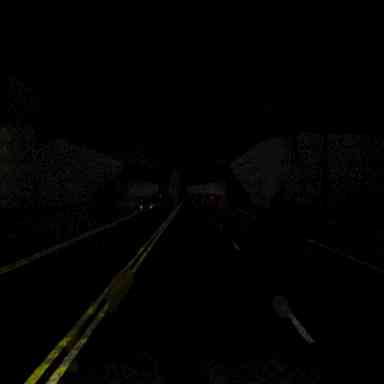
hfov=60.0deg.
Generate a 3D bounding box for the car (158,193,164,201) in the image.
[{"bbox_3d":[-7.017,0.924,67.914,2.097,1.767,4.553,0,0,0],"label":"car"}]

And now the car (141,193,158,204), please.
[{"bbox_3d":[-7.056,1.138,53.745,1.882,1.535,5.008,0,0,1],"label":"car"}]

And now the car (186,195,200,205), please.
[{"bbox_3d":[0.089,1.183,50.839,1.837,1.490,4.892,0,0,0],"label":"car"}]

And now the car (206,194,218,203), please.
[{"bbox_3d":[3.586,1.113,59.935,2.128,1.511,4.902,0,0,0],"label":"car"}]
